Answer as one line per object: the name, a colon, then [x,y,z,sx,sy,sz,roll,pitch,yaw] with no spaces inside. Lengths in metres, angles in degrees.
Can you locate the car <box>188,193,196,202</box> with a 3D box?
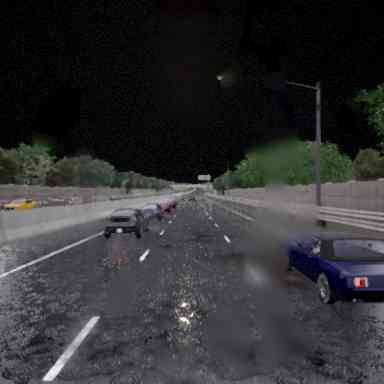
car: [0.022,1.732,83.281,1.837,1.490,4.892,0,0,0]

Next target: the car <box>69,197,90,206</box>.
car: [-17.521,1.601,51.937,2.097,1.767,4.553,0,0,1]

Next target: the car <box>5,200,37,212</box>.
car: [-21.060,1.692,41.080,1.882,1.535,5.008,0,0,0]

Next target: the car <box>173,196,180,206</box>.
car: [-3.486,1.752,51.480,2.163,1.488,4.792,0,0,0]

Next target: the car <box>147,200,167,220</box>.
car: [-3.492,1.699,29.449,1.812,1.442,4.674,0,0,0]

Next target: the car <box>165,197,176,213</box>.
car: [-3.488,1.717,40.490,2.163,1.488,4.792,0,0,0]

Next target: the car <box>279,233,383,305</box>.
car: [3.603,1.659,8.194,1.895,1.301,4.718,0,0,0]

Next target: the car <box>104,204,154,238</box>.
car: [-3.494,1.624,18.448,1.837,1.490,4.892,0,0,0]

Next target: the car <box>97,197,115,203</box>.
car: [-14.029,1.609,54.573,2.097,1.767,4.553,0,0,1]

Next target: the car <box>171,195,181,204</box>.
car: [-3.481,1.656,73.422,2.097,1.767,4.553,0,0,0]
